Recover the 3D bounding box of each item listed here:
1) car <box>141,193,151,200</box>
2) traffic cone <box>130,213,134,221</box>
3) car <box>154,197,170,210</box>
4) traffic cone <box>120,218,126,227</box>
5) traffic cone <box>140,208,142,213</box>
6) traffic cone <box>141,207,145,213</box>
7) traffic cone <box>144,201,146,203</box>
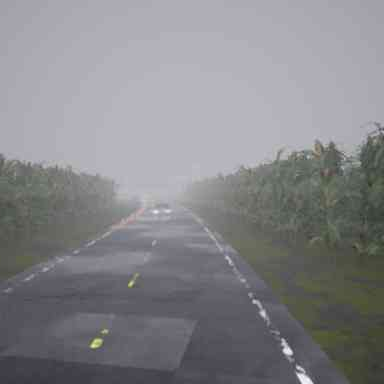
[{"bbox_3d":[-12.581,1.182,90.347,2.150,2.045,5.566,0,0,-13],"label":"car"},{"bbox_3d":[-4.722,1.946,26.230,0.340,0.580,0.340,0,0,-4],"label":"traffic cone"},{"bbox_3d":[-3.938,1.459,43.702,1.882,1.535,5.008,0,0,-6],"label":"car"},{"bbox_3d":[-4.432,1.948,21.266,0.340,0.580,0.340,0,0,-3],"label":"traffic cone"},{"bbox_3d":[-5.068,1.943,31.190,0.340,0.580,0.340,0,0,-4],"label":"traffic cone"},{"bbox_3d":[-5.472,1.940,36.145,0.340,0.580,0.340,0,0,-5],"label":"traffic cone"},{"bbox_3d":[-6.452,1.935,46.039,0.340,0.580,0.340,0,0,-6],"label":"traffic cone"}]
